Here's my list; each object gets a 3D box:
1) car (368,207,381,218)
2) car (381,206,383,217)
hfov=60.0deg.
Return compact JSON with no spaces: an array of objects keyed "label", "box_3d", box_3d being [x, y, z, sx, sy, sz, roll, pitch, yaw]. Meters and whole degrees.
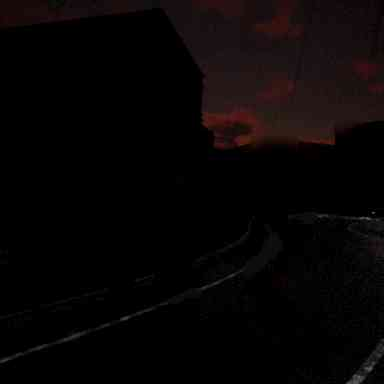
[{"label":"car","box_3d":[18.474,1.747,30.355,4.181,1.385,1.994,1,-1,-4]},{"label":"car","box_3d":[9.041,1.445,10.714,2.097,1.767,4.553,3,-4,-28]}]
